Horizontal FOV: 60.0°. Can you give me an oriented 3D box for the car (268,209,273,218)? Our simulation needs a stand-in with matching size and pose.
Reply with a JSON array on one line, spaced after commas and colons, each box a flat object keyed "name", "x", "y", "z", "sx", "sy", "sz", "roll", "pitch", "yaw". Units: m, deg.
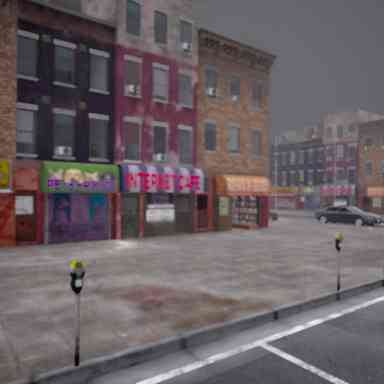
[{"name": "car", "x": 6.268, "y": 1.897, "z": 33.937, "sx": 1.994, "sy": 1.385, "sz": 4.181, "roll": 1, "pitch": 0, "yaw": -35}]

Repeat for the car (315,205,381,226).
[{"name": "car", "x": 12.010, "y": 1.827, "z": 25.874, "sx": 1.837, "sy": 1.490, "sz": 4.892, "roll": 1, "pitch": 0, "yaw": -36}]
